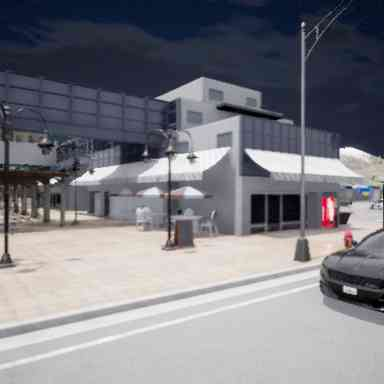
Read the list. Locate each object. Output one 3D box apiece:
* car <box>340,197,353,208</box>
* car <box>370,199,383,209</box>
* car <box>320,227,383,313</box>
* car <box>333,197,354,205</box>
[{"bbox_3d":[22.431,1.630,51.201,5.027,1.636,2.152,0,0,-36],"label":"car"},{"bbox_3d":[26.437,1.710,46.177,3.806,1.475,1.970,0,0,-36],"label":"car"},{"bbox_3d":[4.894,1.526,7.436,5.008,1.535,1.882,1,0,-35],"label":"car"},{"bbox_3d":[31.692,1.881,69.324,4.514,1.523,2.007,0,0,-36],"label":"car"}]
